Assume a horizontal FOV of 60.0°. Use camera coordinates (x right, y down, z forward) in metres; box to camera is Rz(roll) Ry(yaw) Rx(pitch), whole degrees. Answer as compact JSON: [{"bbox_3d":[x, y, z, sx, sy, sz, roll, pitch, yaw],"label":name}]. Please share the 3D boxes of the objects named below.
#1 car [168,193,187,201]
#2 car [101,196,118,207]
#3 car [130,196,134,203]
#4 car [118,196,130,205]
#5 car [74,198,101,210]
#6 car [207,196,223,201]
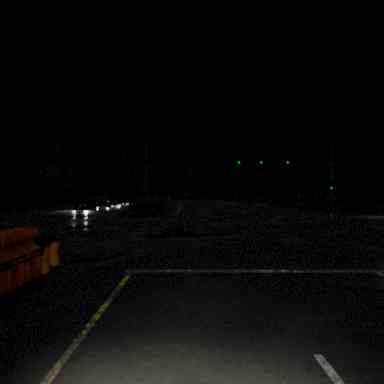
[{"bbox_3d":[-4.209,1.423,94.843,2.150,2.045,5.566,0,0,-22],"label":"car"},{"bbox_3d":[-14.046,1.478,54.297,2.097,1.767,4.553,0,0,0],"label":"car"},{"bbox_3d":[-14.162,1.689,73.995,2.128,1.511,4.902,0,0,-3],"label":"car"},{"bbox_3d":[-13.993,1.635,63.686,2.128,1.511,4.902,0,0,1],"label":"car"},{"bbox_3d":[-14.066,1.611,44.265,1.837,1.490,4.892,0,0,0],"label":"car"},{"bbox_3d":[6.960,1.743,94.280,2.033,1.411,5.357,0,0,-18],"label":"car"}]
